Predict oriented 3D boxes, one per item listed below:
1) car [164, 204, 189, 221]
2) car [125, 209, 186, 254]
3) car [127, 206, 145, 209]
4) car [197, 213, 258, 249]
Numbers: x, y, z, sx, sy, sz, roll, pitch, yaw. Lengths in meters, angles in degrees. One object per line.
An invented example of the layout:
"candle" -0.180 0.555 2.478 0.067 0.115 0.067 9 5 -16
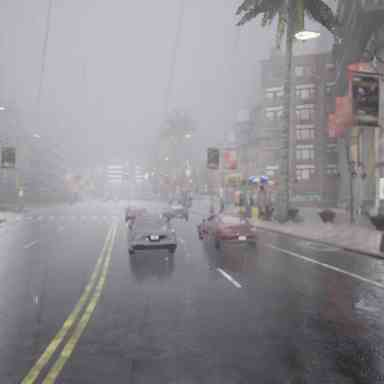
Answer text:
"car" -1.499 1.809 30.018 1.812 1.442 4.674 0 0 -11
"car" -1.828 1.684 14.242 2.033 1.411 5.357 0 -1 -12
"car" -4.877 1.881 29.048 1.895 1.301 4.718 0 -1 -12
"car" 1.527 1.668 15.330 1.812 1.442 4.674 0 0 -11
